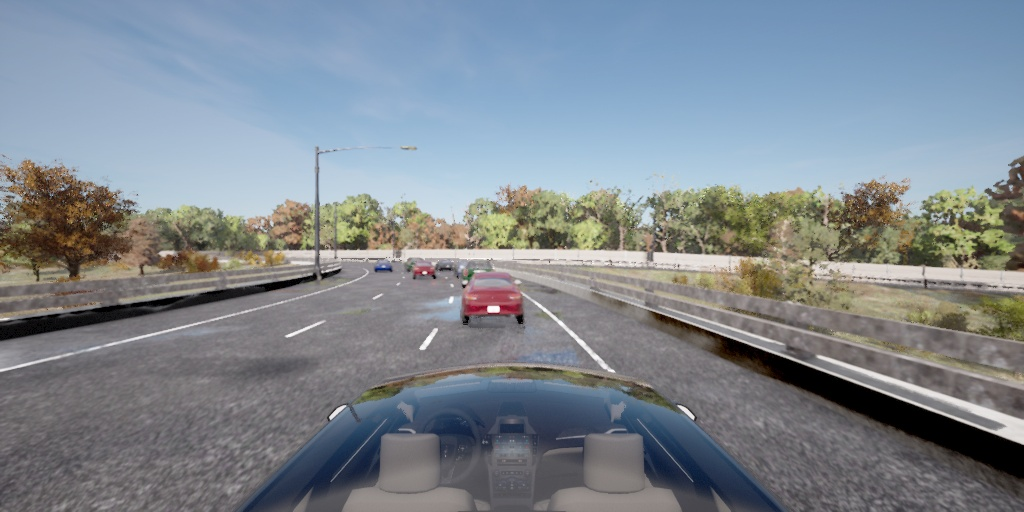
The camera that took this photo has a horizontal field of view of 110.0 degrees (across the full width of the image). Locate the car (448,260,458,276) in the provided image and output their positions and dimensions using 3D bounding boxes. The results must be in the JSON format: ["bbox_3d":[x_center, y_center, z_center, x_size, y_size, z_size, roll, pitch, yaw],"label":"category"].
[{"bbox_3d":[-4.197,1.156,31.804,2.033,1.411,5.357,0,0,-14],"label":"car"}]

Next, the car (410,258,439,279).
[{"bbox_3d":[-7.497,1.143,30.530,1.812,1.442,4.674,0,0,-15],"label":"car"}]

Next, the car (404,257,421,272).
[{"bbox_3d":[-11.567,0.914,42.565,2.097,1.767,4.553,0,0,-22],"label":"car"}]

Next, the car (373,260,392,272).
[{"bbox_3d":[-15.228,1.132,42.288,1.994,1.385,4.181,0,0,-22],"label":"car"}]

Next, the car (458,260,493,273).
[{"bbox_3d":[-2.166,1.003,22.505,2.097,1.767,4.553,0,0,-9],"label":"car"}]

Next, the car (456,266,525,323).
[{"bbox_3d":[-0.657,1.228,11.764,1.812,1.442,4.674,0,0,-4],"label":"car"}]

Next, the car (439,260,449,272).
[{"bbox_3d":[-8.165,1.119,43.540,1.994,1.385,4.181,0,0,-21],"label":"car"}]
